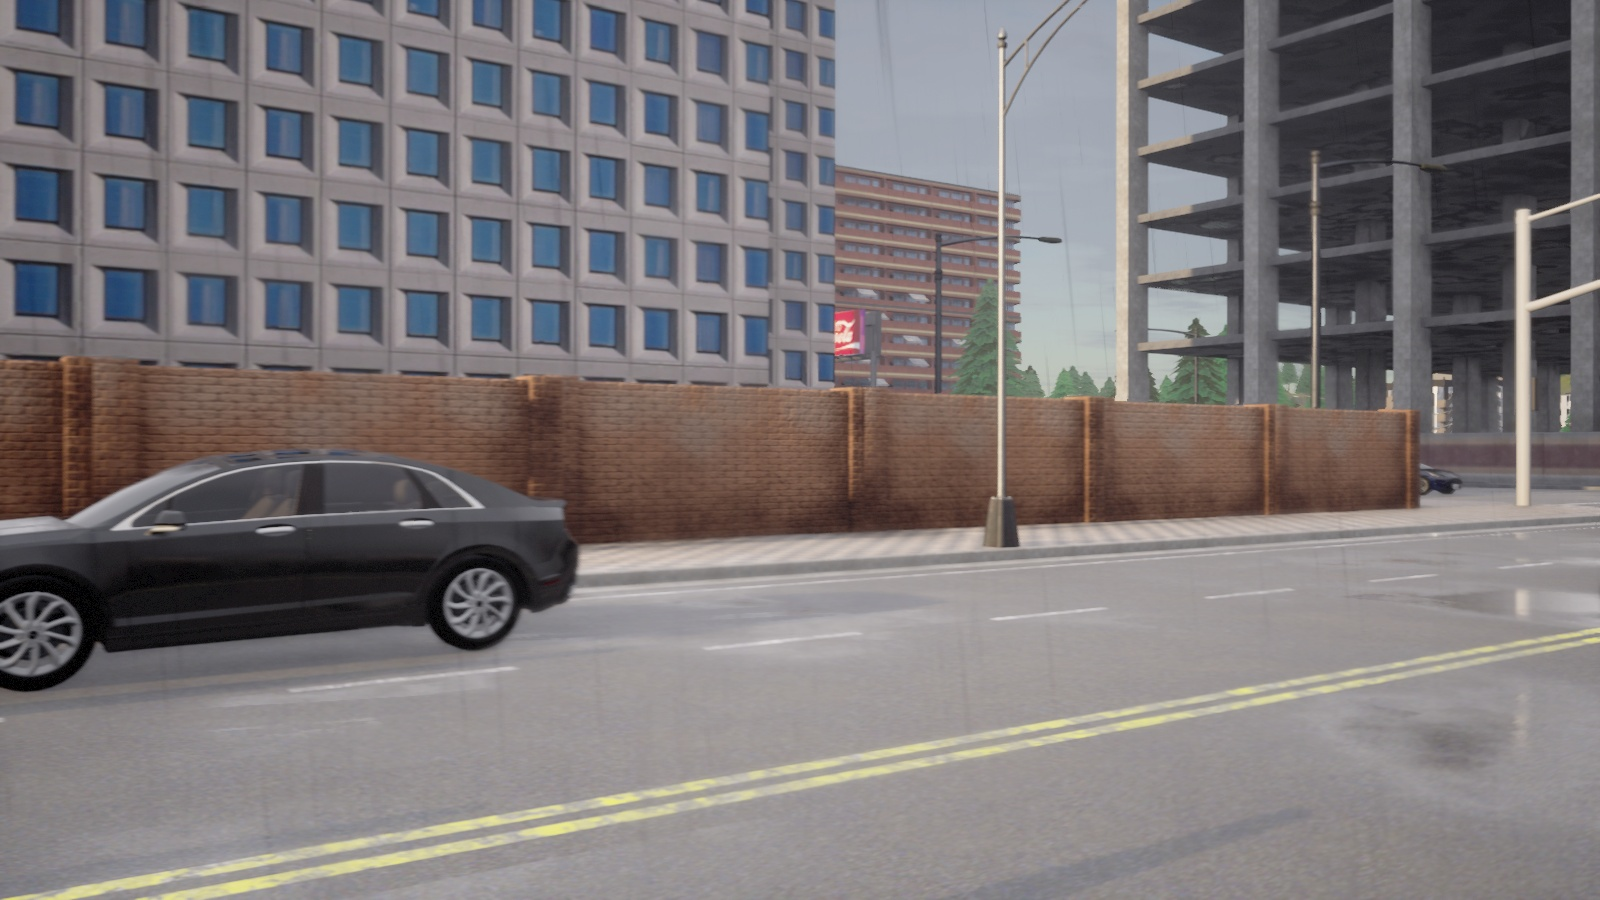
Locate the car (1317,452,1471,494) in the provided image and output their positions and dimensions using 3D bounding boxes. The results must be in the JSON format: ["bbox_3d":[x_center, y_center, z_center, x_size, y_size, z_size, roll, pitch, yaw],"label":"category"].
[{"bbox_3d":[22.224,0.814,47.182,2.163,1.488,4.792,0,0,-34],"label":"car"}]

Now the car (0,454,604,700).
[{"bbox_3d":[-4.090,0.781,9.341,4.892,1.490,1.837,0,0,-35],"label":"car"}]
